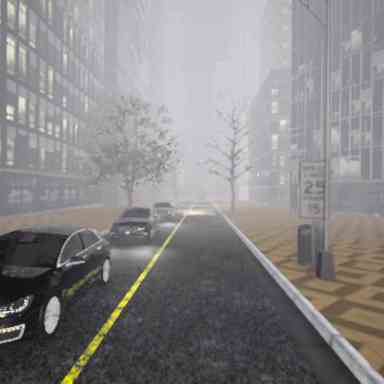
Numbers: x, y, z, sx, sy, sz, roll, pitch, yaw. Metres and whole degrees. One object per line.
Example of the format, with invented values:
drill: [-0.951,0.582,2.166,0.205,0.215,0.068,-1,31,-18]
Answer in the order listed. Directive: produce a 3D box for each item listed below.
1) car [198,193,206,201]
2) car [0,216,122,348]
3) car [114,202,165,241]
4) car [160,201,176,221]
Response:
car: [2.513,1.563,85.588,1.837,1.490,4.892,0,0,2]
car: [-2.973,1.477,6.580,1.837,1.490,4.892,0,0,2]
car: [-2.669,1.476,16.549,1.837,1.490,4.892,0,0,2]
car: [-2.353,1.499,26.763,1.812,1.442,4.674,0,0,2]
